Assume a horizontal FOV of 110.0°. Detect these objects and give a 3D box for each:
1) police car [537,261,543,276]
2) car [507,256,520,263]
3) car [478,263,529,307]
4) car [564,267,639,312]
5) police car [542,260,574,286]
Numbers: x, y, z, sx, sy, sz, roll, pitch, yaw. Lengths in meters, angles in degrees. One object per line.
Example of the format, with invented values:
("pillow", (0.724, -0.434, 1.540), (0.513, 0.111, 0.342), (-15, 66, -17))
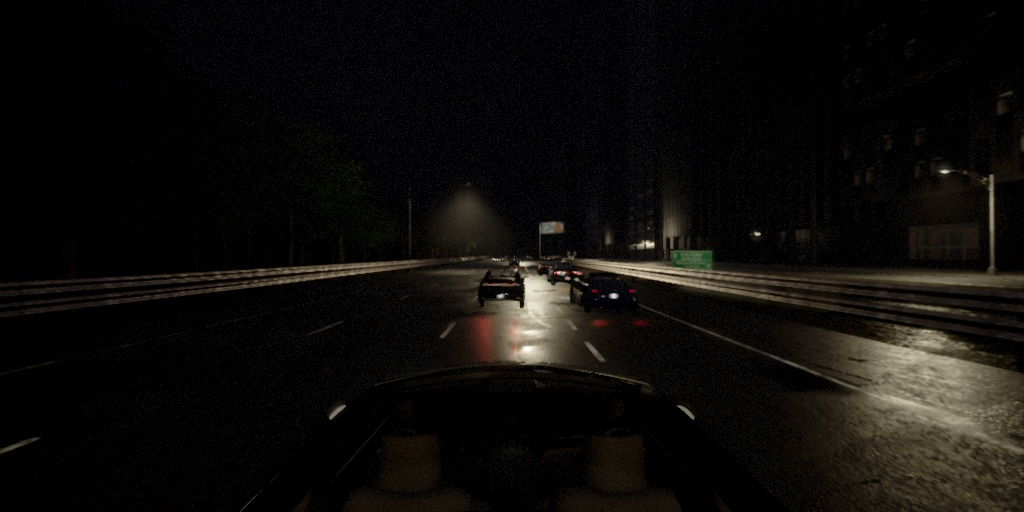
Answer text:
("police car", (3.623, 1.192, 36.309), (2.038, 1.542, 4.974), (0, 0, 0))
("car", (0.414, 1.175, 62.787), (1.895, 1.301, 4.718), (0, 0, 1))
("car", (-0.322, 1.265, 15.665), (2.128, 1.511, 4.902), (0, 0, 2))
("car", (3.515, 1.341, 14.366), (1.994, 1.385, 4.181), (0, 0, 0))
("police car", (3.557, 1.238, 25.337), (2.038, 1.542, 4.974), (0, 0, 0))
